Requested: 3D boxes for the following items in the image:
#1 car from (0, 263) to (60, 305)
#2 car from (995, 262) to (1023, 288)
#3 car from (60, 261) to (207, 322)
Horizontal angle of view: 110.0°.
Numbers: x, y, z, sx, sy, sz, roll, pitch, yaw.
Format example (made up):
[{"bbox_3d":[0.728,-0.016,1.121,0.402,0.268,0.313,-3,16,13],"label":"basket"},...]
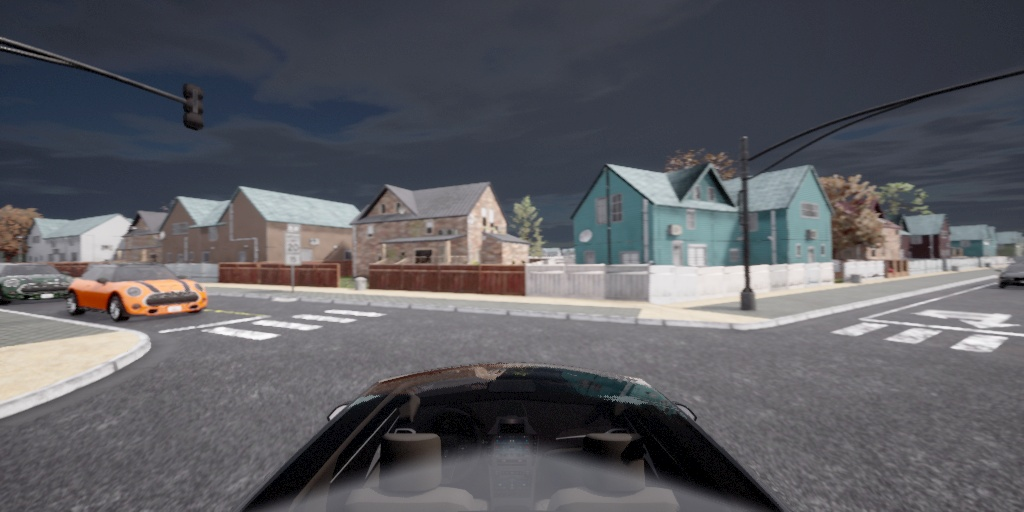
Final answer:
[{"bbox_3d":[-21.657,1.111,16.021,4.553,1.767,2.097,0,0,24],"label":"car"},{"bbox_3d":[29.716,1.122,20.609,4.892,1.490,1.837,-1,-1,-31],"label":"car"},{"bbox_3d":[-12.512,1.062,12.020,4.553,1.767,2.097,0,0,24],"label":"car"}]
